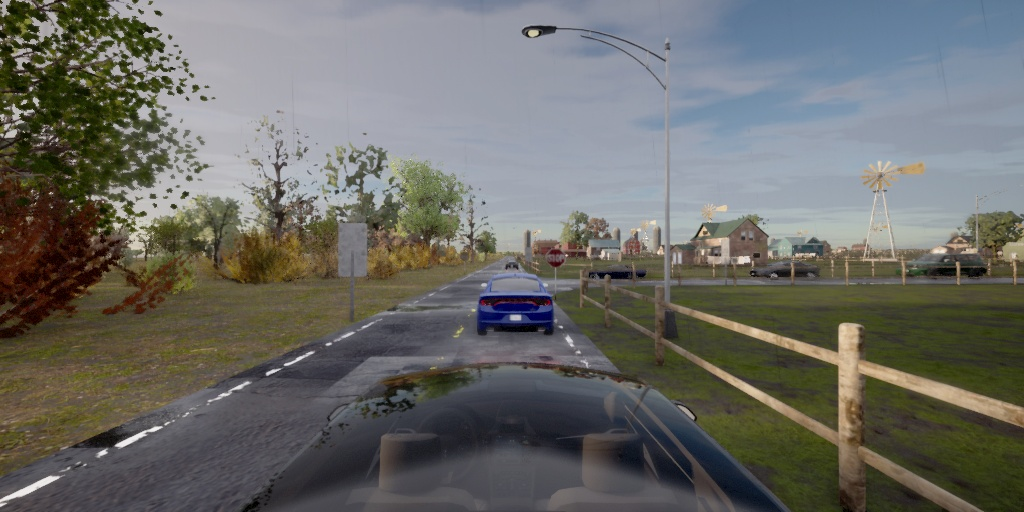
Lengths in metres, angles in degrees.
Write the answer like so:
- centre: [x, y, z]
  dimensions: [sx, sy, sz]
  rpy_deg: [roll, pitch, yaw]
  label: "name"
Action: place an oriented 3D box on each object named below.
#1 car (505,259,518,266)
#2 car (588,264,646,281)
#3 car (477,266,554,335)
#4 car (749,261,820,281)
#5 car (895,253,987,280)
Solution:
- centre: [-0.021, 1.233, 55.946]
  dimensions: [1.812, 1.442, 4.674]
  rpy_deg: [0, 0, 0]
  label: "car"
- centre: [7.996, 1.320, 28.494]
  dimensions: [4.718, 1.301, 1.895]
  rpy_deg: [0, 0, 5]
  label: "car"
- centre: [0.082, 1.227, 10.484]
  dimensions: [1.882, 1.535, 5.008]
  rpy_deg: [0, 0, 0]
  label: "car"
- centre: [21.413, 1.164, 28.309]
  dimensions: [4.892, 1.490, 1.837]
  rpy_deg: [0, 0, -1]
  label: "car"
- centre: [34.083, 0.823, 28.550]
  dimensions: [5.566, 2.045, 2.150]
  rpy_deg: [-1, 0, -1]
  label: "car"
